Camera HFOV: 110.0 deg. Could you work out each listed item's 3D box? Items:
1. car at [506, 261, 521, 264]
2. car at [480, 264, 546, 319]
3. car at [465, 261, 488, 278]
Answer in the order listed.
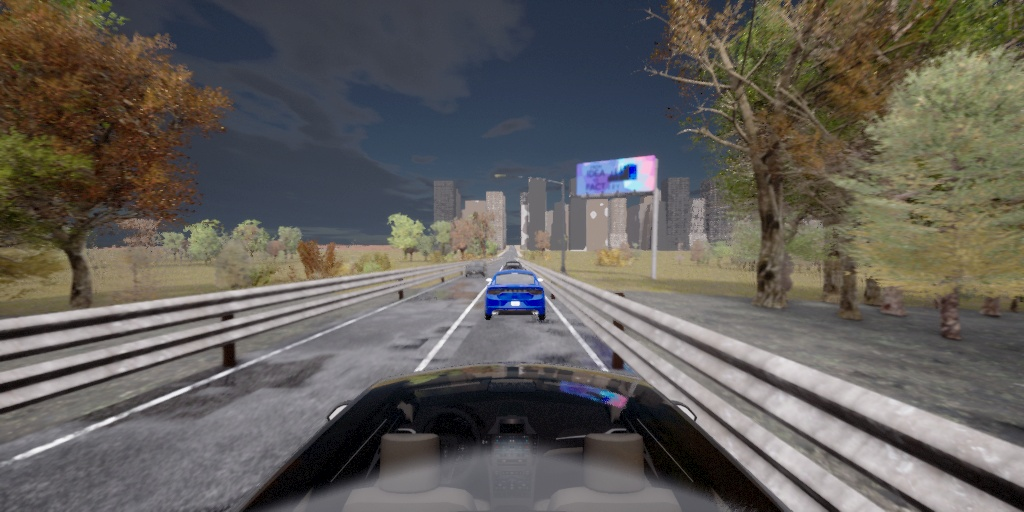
[{"bbox_3d":[0.099,1.243,33.193,1.837,1.490,4.892,0,0,0],"label":"car"},{"bbox_3d":[0.099,1.224,12.804,1.882,1.535,5.008,0,0,0],"label":"car"},{"bbox_3d":[-3.301,1.245,34.061,1.837,1.490,4.892,0,-1,1],"label":"car"}]
